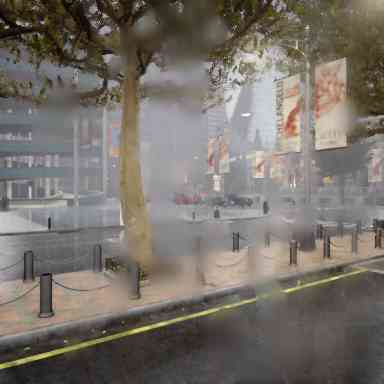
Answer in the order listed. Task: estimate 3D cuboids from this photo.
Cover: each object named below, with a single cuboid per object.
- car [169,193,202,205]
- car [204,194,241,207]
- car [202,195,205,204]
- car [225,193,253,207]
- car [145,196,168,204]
[{"bbox_3d":[-1.166,1.221,58.722,2.150,2.045,5.566,0,0,-36],"label":"car"},{"bbox_3d":[4.583,1.492,50.713,2.128,1.511,4.902,0,0,-35],"label":"car"},{"bbox_3d":[1.494,1.352,60.949,2.097,1.767,4.553,0,0,-37],"label":"car"},{"bbox_3d":[7.194,1.221,53.084,2.150,2.045,5.566,0,0,-36],"label":"car"},{"bbox_3d":[-7.684,1.505,66.441,4.892,1.490,1.837,0,0,43],"label":"car"}]
